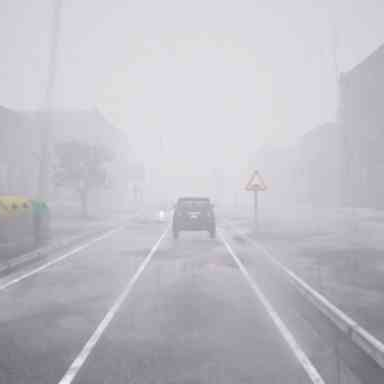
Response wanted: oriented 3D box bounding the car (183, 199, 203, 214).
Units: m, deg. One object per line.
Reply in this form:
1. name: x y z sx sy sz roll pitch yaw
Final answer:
1. car: 0.096 1.567 36.777 2.128 1.511 4.902 0 0 0

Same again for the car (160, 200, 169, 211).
1. car: -3.088 1.679 42.895 1.895 1.301 4.718 0 0 0

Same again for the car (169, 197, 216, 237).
1. car: 0.098 1.262 18.422 2.150 2.045 5.566 0 0 0
